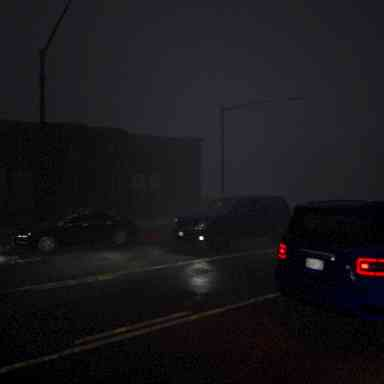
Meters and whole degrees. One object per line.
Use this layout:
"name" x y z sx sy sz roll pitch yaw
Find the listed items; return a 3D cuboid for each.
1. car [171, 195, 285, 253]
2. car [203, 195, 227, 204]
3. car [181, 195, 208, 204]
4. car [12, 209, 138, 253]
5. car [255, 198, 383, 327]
"car" 1.843 1.160 13.841 5.566 2.045 2.150 0 0 -36
"car" 4.037 1.287 58.651 1.812 1.442 4.674 0 0 -33
"car" 0.401 1.336 57.802 2.033 1.411 5.357 0 0 -34
"car" -4.620 1.479 13.646 4.892 1.490 1.837 0 0 -36
"car" 4.053 1.175 6.653 5.566 2.045 2.150 0 0 -36
